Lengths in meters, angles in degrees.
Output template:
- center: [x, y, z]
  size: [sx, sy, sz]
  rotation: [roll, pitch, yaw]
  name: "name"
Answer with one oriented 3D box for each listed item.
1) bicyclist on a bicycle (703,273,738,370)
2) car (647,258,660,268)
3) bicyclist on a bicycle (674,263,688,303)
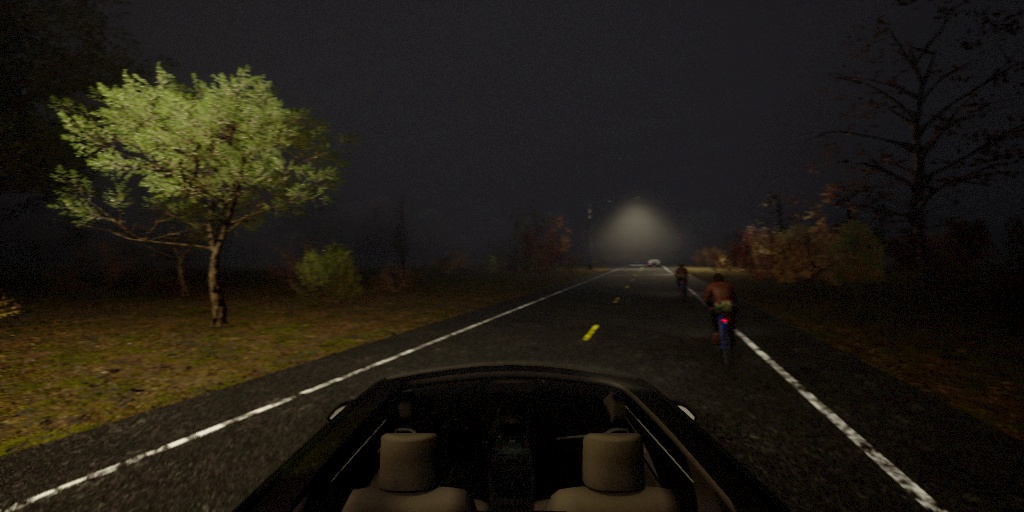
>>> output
- center: [3.855, 1.147, 6.592]
  size: [0.582, 1.620, 1.656]
  rotation: [-2, -1, 21]
  name: "bicyclist on a bicycle"
- center: [23.509, 1.287, 59.383]
  size: [1.895, 1.301, 4.718]
  rotation: [-2, -1, 21]
  name: "car"
- center: [7.216, 1.137, 15.214]
  size: [0.582, 1.620, 1.656]
  rotation: [-2, -1, 21]
  name: "bicyclist on a bicycle"
